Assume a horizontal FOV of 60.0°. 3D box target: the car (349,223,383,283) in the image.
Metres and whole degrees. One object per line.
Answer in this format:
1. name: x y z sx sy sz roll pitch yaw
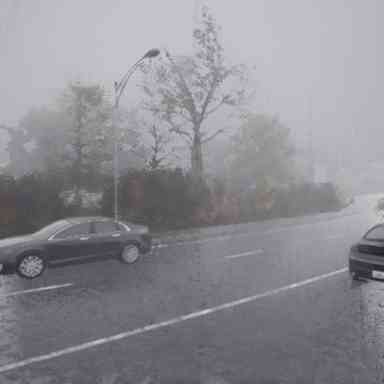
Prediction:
1. car: 5.847 1.518 8.650 4.892 1.490 1.837 0 0 -40

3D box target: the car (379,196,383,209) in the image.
1. car: 27.136 1.390 46.183 2.097 1.767 4.553 0 0 28

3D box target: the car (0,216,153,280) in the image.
1. car: -3.566 1.540 10.253 4.892 1.490 1.837 0 0 -38
